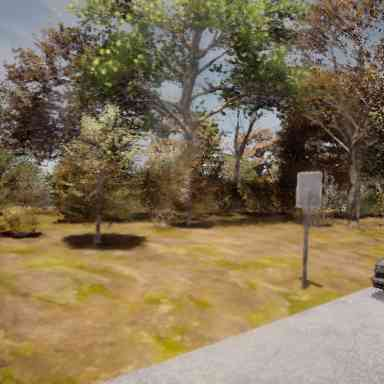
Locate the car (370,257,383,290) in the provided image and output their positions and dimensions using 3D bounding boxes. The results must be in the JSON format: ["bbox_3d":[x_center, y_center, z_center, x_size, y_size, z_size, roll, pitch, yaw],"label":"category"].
[{"bbox_3d":[6.314,1.536,7.867,5.357,1.411,2.033,0,0,-38],"label":"car"}]
